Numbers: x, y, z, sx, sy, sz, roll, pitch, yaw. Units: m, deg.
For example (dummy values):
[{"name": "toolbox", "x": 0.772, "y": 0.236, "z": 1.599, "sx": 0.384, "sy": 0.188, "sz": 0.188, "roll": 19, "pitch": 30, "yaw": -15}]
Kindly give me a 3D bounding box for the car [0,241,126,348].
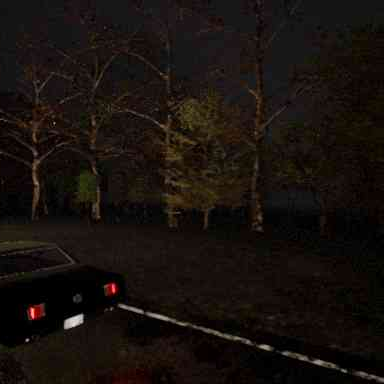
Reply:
[{"name": "car", "x": -3.484, "y": 1.579, "z": 6.044, "sx": 4.718, "sy": 1.301, "sz": 1.895, "roll": -1, "pitch": 0, "yaw": 36}]
